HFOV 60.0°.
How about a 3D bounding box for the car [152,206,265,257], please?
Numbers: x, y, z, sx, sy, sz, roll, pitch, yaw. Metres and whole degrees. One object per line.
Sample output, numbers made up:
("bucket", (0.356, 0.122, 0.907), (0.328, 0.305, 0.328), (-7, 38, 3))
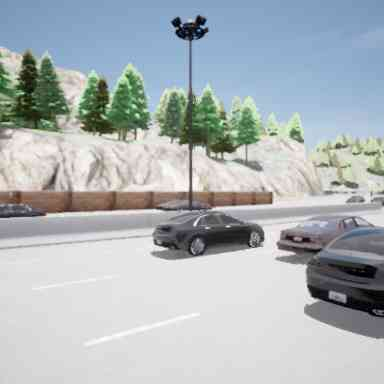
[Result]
("car", (0.785, 1.504, 13.070), (4.892, 1.490, 1.837), (0, 0, -37))

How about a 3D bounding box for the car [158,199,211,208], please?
("car", (-0.426, 1.545, 34.353), (5.357, 1.411, 2.033), (0, 0, -38))

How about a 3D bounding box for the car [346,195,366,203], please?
("car", (27.179, 1.332, 55.071), (2.097, 1.767, 4.553), (0, 0, 41))

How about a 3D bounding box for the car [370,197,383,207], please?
("car", (29.523, 1.491, 52.449), (1.837, 1.490, 4.892), (0, 0, 42))

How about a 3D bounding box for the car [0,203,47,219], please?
("car", (-11.981, 1.509, 21.290), (4.892, 1.490, 1.837), (0, 0, -36))

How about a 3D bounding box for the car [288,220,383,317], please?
("car", (4.383, 1.503, 7.022), (4.892, 1.490, 1.837), (0, 0, -37))

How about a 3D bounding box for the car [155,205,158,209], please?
("car", (-1.505, 1.546, 37.950), (5.357, 1.411, 2.033), (0, 0, -38))

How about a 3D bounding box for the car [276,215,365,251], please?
("car", (5.376, 1.544, 12.124), (5.357, 1.411, 2.033), (0, 0, -37))
